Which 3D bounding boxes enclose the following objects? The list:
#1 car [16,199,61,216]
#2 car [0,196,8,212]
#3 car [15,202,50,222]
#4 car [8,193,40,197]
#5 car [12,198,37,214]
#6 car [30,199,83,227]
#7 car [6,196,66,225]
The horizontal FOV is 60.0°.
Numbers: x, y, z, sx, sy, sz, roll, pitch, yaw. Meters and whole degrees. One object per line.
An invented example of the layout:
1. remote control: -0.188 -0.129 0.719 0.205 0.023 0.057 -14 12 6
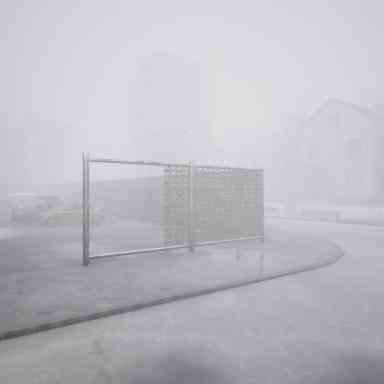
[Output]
1. car: -14.799 1.413 32.040 3.633 1.501 1.845 0 0 -36
2. car: -17.855 1.474 35.607 5.357 1.415 2.033 0 0 -36
3. car: -12.024 1.451 25.077 2.207 1.379 1.481 0 0 -36
4. car: -12.578 1.242 27.337 3.866 1.878 1.905 0 0 -36
5. car: -17.854 1.403 35.329 1.789 1.547 3.705 0 0 -36
6. car: -7.845 1.416 21.548 4.193 1.474 1.816 0 0 -36
7. car: -10.289 1.348 23.699 4.611 1.667 2.242 0 0 -36
